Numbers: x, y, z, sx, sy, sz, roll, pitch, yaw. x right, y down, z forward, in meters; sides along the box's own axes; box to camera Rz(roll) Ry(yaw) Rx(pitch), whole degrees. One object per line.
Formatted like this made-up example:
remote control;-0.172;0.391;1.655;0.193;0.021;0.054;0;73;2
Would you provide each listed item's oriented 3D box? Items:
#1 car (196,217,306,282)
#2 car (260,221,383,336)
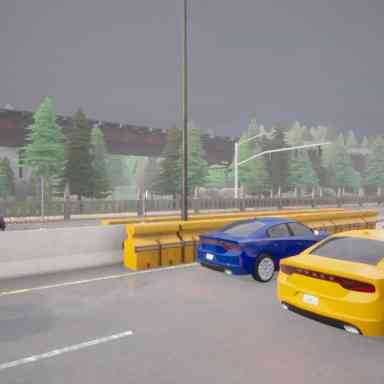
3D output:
car;2.455;1.478;9.805;5.008;1.535;1.882;0;0;-36
car;3.816;1.478;6.476;5.008;1.535;1.882;0;0;-35
